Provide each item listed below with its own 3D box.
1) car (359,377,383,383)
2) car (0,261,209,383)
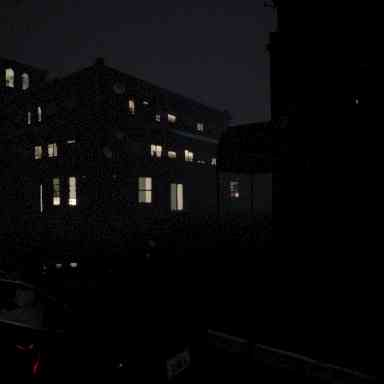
[{"bbox_3d":[2.706,1.544,0.960,4.507,1.381,1.887,0,-1,35],"label":"car"},{"bbox_3d":[-1.811,1.567,4.178,4.313,1.339,1.947,0,-1,35],"label":"car"}]
